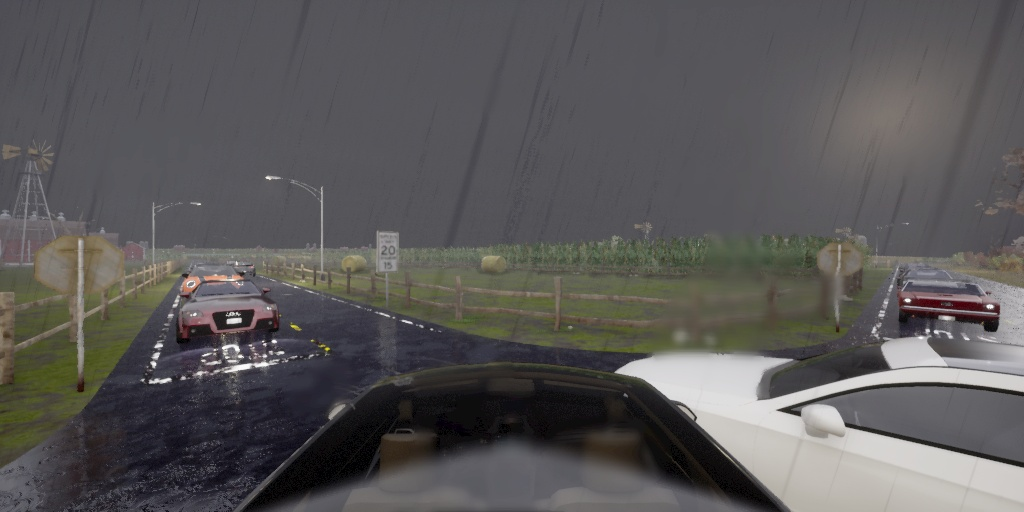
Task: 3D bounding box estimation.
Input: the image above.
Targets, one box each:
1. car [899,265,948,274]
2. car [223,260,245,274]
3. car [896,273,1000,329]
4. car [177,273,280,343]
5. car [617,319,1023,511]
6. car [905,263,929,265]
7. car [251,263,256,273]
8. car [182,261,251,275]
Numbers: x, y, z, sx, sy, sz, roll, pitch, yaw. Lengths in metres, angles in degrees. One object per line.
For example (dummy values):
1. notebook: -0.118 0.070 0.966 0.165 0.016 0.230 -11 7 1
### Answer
1. car: 20.659 1.353 17.880 5.357 1.411 2.033 0 1 -43
2. car: -33.546 1.288 43.211 1.837 1.490 4.892 0 0 -41
3. car: 13.558 1.392 11.342 4.718 1.301 1.895 0 1 -43
4. car: -7.906 1.352 9.946 1.994 1.385 4.181 0 0 -42
5. car: 2.846 1.293 2.320 1.812 1.442 4.674 0 1 -44
6. car: 27.437 1.387 24.110 4.181 1.385 1.994 0 1 -43
7. car: -26.852 1.269 35.729 2.128 1.511 4.902 0 0 -41
8. car: -13.658 1.134 16.451 2.097 1.767 4.553 0 0 -42
